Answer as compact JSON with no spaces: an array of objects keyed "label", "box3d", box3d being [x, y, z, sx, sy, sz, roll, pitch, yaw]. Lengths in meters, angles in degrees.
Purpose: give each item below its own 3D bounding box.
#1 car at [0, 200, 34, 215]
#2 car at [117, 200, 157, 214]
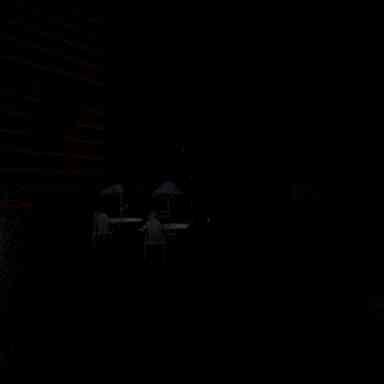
[{"label":"car","box3d":[-18.135,1.520,32.527,1.882,1.535,5.008,0,0,40]},{"label":"car","box3d":[-5.906,1.570,35.892,1.812,1.442,4.674,0,0,40]}]
